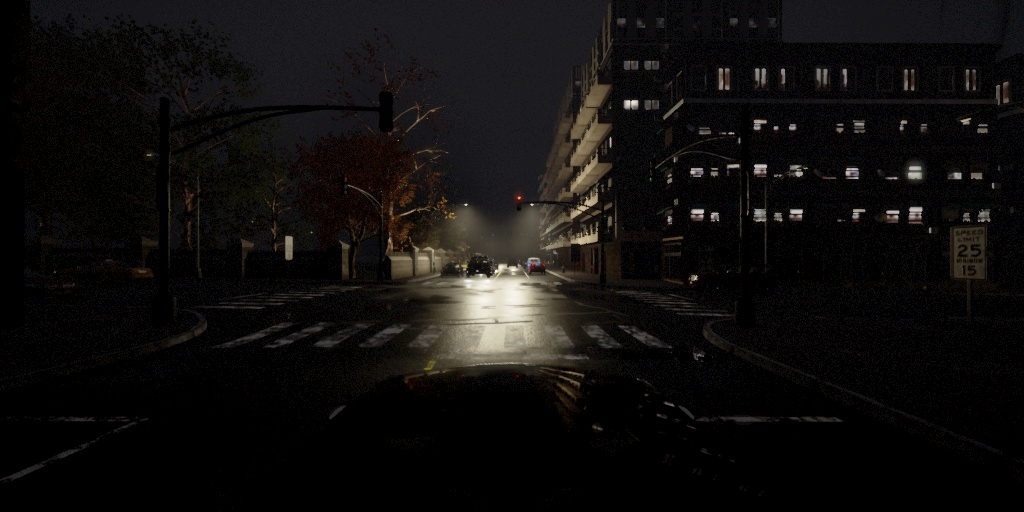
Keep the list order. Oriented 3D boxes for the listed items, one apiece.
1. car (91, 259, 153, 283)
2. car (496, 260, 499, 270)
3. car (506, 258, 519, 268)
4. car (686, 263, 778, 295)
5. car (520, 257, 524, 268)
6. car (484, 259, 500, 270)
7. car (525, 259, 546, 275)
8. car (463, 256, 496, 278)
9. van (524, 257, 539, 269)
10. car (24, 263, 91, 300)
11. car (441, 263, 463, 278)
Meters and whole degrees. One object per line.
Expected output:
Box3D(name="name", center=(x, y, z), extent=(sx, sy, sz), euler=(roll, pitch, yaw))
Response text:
Box3D(name="car", center=(-24.714, 0.882, 21.690), extent=(4.829, 1.417, 1.751), euler=(0, 0, 0))
Box3D(name="car", center=(-3.034, 1.322, 44.906), extent=(2.033, 1.411, 5.357), euler=(0, 0, 0))
Box3D(name="car", center=(0.090, 1.304, 62.659), extent=(1.837, 1.490, 4.892), euler=(0, 0, 0))
Box3D(name="car", center=(13.479, 1.353, 21.998), extent=(5.009, 1.841, 2.192), euler=(0, 0, 0))
Box3D(name="car", center=(2.772, 1.230, 56.875), extent=(1.967, 1.591, 4.097), euler=(0, 0, 0))
Box3D(name="car", center=(-3.010, 1.279, 55.005), extent=(2.128, 1.511, 4.902), euler=(0, 0, 0))
Box3D(name="car", center=(2.747, 1.314, 39.985), extent=(1.888, 1.381, 4.507), euler=(0, 0, 0))
Box3D(name="car", center=(-3.037, 0.986, 34.654), extent=(2.150, 2.045, 5.566), euler=(0, 0, 1))
Box3D(name="van", center=(2.756, 1.116, 45.615), extent=(1.690, 1.789, 3.998), euler=(0, 0, 0))
Box3D(name="car", center=(-18.945, 1.007, 13.356), extent=(4.207, 1.307, 1.802), euler=(0, 0, 0))
Box3D(name="car", center=(-5.642, 1.330, 34.367), extent=(1.948, 1.339, 4.313), euler=(0, 0, 0))
